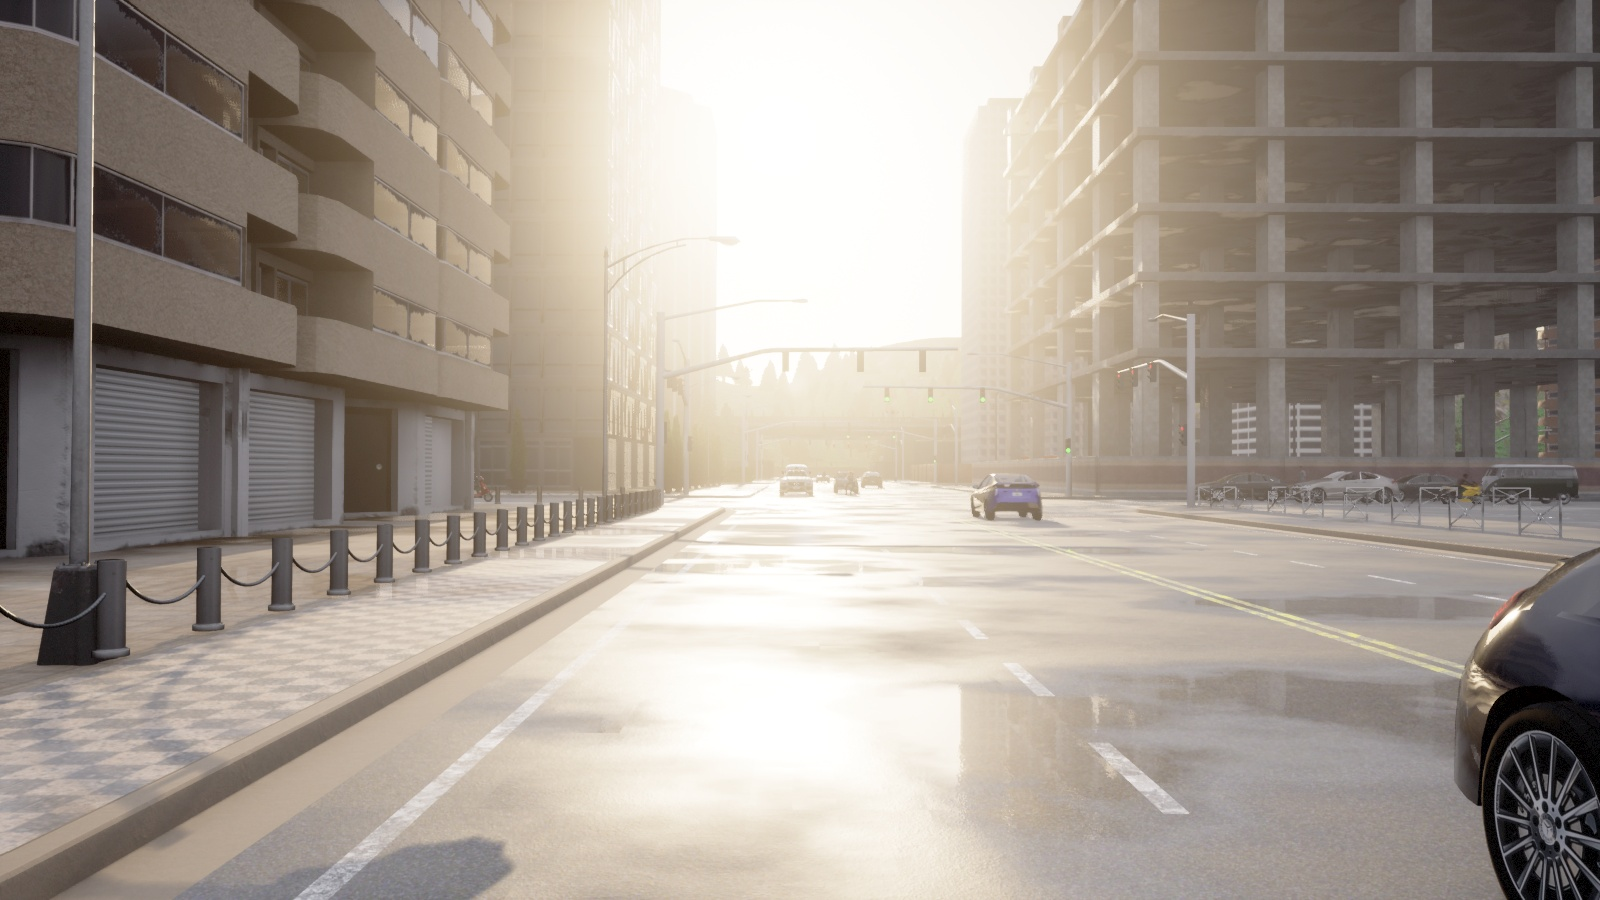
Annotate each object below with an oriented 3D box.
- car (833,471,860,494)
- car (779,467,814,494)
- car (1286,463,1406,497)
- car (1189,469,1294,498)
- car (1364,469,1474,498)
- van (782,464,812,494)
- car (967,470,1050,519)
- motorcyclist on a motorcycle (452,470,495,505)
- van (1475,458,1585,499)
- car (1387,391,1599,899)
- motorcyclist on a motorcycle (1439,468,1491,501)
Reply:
[{"bbox_3d":[3.265,2.267,88.743,1.789,1.549,3.705,0,-1,0],"label":"car"},{"bbox_3d":[-0.211,1.928,79.617,2.152,1.651,5.027,0,-1,0],"label":"car"},{"bbox_3d":[27.222,1.480,62.726,5.027,1.651,2.152,0,-1,0],"label":"car"},{"bbox_3d":[23.227,1.780,66.199,4.892,1.490,1.837,0,-1,0],"label":"car"},{"bbox_3d":[32.643,1.743,66.259,4.892,1.490,1.837,0,-1,-1],"label":"car"},{"bbox_3d":[-0.235,2.027,88.835,2.069,2.038,4.480,0,-1,0],"label":"van"},{"bbox_3d":[6.888,1.438,42.011,2.007,1.525,4.514,0,-1,0],"label":"car"},{"bbox_3d":[-15.234,1.756,58.636,1.817,1.590,0.866,0,-1,0],"label":"motorcyclist on a motorcycle"},{"bbox_3d":[36.441,1.418,62.785,4.442,1.987,1.775,0,-1,0],"label":"van"},{"bbox_3d":[3.492,0.623,2.625,2.152,1.651,5.027,0,-1,0],"label":"car"},{"bbox_3d":[31.373,1.608,59.251,2.044,1.523,0.797,0,-1,0],"label":"motorcyclist on a motorcycle"}]
